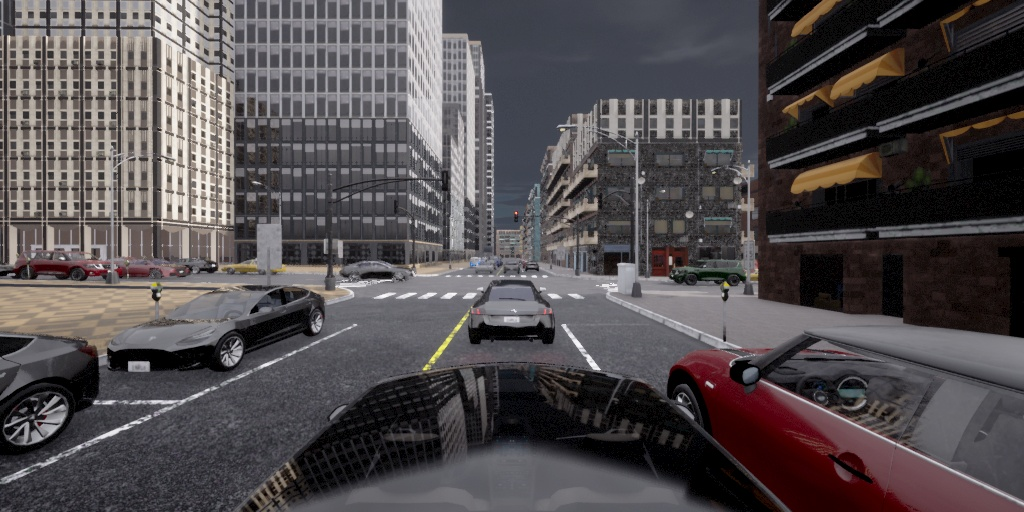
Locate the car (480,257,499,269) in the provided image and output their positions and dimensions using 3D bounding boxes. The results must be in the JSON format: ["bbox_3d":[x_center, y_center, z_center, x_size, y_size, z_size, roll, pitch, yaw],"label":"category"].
[{"bbox_3d":[-3.204,1.259,51.888,1.837,1.490,4.892,0,0,0],"label":"car"}]

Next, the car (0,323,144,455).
[{"bbox_3d":[-5.688,1.316,2.407,1.948,1.339,4.313,0,0,0],"label":"car"}]

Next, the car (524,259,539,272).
[{"bbox_3d":[2.593,1.319,47.317,1.948,1.339,4.313,0,0,0],"label":"car"}]

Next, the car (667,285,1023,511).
[{"bbox_3d":[2.693,1.190,2.427,1.967,1.591,4.097,0,0,0],"label":"car"}]

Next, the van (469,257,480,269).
[{"bbox_3d":[-5.810,1.096,57.264,1.690,1.789,3.998,0,0,0],"label":"van"}]

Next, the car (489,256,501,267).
[{"bbox_3d":[-3.204,0.979,62.361,2.150,2.045,5.566,0,0,0],"label":"car"}]

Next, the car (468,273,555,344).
[{"bbox_3d":[-0.013,1.313,9.583,1.994,1.385,4.181,0,0,0],"label":"car"}]

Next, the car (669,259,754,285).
[{"bbox_3d":[15.524,1.289,28.542,5.566,2.045,2.150,1,0,-1],"label":"car"}]

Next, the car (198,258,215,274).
[{"bbox_3d":[-27.550,0.815,30.554,4.313,1.339,1.948,0,0,-1],"label":"car"}]

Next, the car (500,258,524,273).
[{"bbox_3d":[-0.020,1.244,43.032,2.128,1.511,4.902,0,0,0],"label":"car"}]

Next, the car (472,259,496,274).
[{"bbox_3d":[-3.186,1.353,41.898,1.895,1.301,4.718,0,0,0],"label":"car"}]

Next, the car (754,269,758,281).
[{"bbox_3d":[21.303,1.697,31.215,4.829,1.417,1.751,0,0,-1],"label":"car"}]

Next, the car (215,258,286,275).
[{"bbox_3d":[-22.105,0.880,30.715,4.829,1.417,1.751,0,0,-1],"label":"car"}]

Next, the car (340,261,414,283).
[{"bbox_3d":[-9.577,1.093,25.618,4.902,1.511,2.128,1,0,-11],"label":"car"}]

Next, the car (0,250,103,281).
[{"bbox_3d":[-27.428,0.590,22.173,5.009,1.841,2.192,0,0,-1],"label":"car"}]

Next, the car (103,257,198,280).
[{"bbox_3d":[-24.899,0.879,24.796,4.181,1.385,1.994,1,0,-1],"label":"car"}]

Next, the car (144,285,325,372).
[{"bbox_3d":[-5.700,1.315,7.653,1.948,1.339,4.313,0,0,0],"label":"car"}]
